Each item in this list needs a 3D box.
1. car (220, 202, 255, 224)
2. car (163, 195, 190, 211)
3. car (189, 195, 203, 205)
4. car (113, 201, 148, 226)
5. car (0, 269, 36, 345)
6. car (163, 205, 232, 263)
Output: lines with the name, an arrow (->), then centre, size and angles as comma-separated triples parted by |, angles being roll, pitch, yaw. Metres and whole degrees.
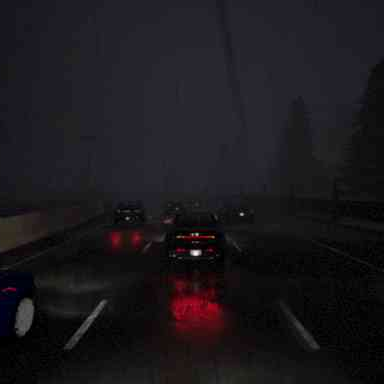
car -> 2.935, 1.362, 22.942 | 1.994, 1.385, 4.181 | 0, 1, -6
car -> -1.664, 1.255, 30.861 | 1.812, 1.442, 4.674 | 0, 0, -9
car -> -0.085, 1.154, 39.977 | 1.837, 1.490, 4.892 | 0, 0, -14
car -> -3.944, 1.302, 21.591 | 2.128, 1.511, 4.902 | 0, 0, -5
car -> -3.399, 1.448, 3.302 | 1.882, 1.535, 5.008 | 0, 1, 0
car -> 0.067, 1.402, 11.592 | 1.837, 1.490, 4.892 | 0, 1, -1
